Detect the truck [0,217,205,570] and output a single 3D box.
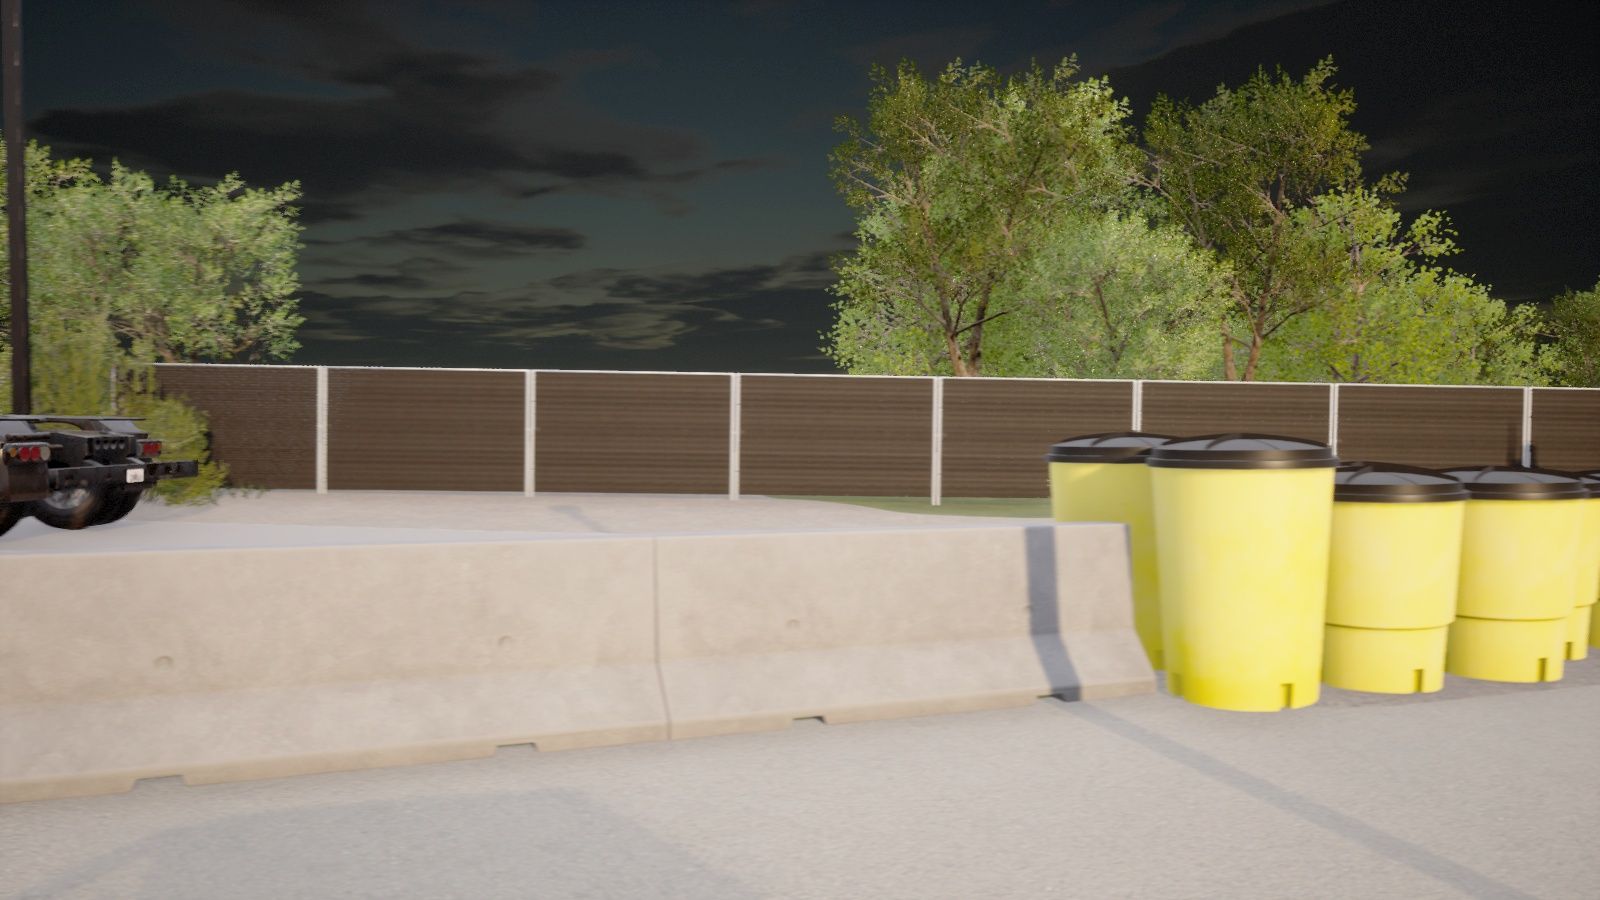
[{"bbox_3d":[-11.296,-0.589,14.058,7.936,3.462,2.891,0,2,4],"label":"truck"}]
